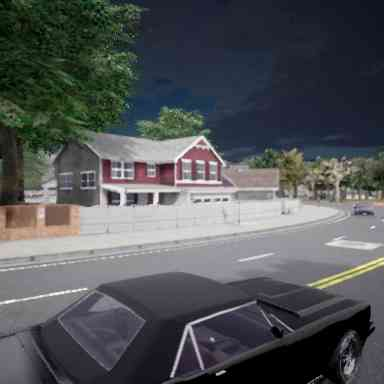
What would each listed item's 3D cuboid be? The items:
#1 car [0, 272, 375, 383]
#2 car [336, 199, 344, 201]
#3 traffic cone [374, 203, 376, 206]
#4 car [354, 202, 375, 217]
[{"bbox_3d":[0.086,1.618,3.665,4.718,1.301,1.895,0,0,-38],"label":"car"},{"bbox_3d":[30.824,1.792,70.813,1.994,1.385,4.181,0,-1,0],"label":"car"},{"bbox_3d":[35.876,2.360,65.092,0.340,0.580,0.340,0,0,9],"label":"traffic cone"},{"bbox_3d":[18.305,1.791,35.334,2.033,1.411,5.357,0,0,28],"label":"car"}]
